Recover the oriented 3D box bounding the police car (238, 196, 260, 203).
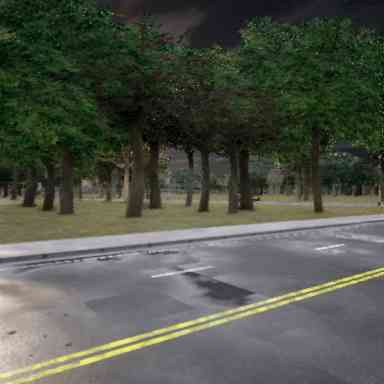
[{"bbox_3d":[11.158,1.293,67.254,5.238,1.638,1.930,0,0,31],"label":"police car"}]
